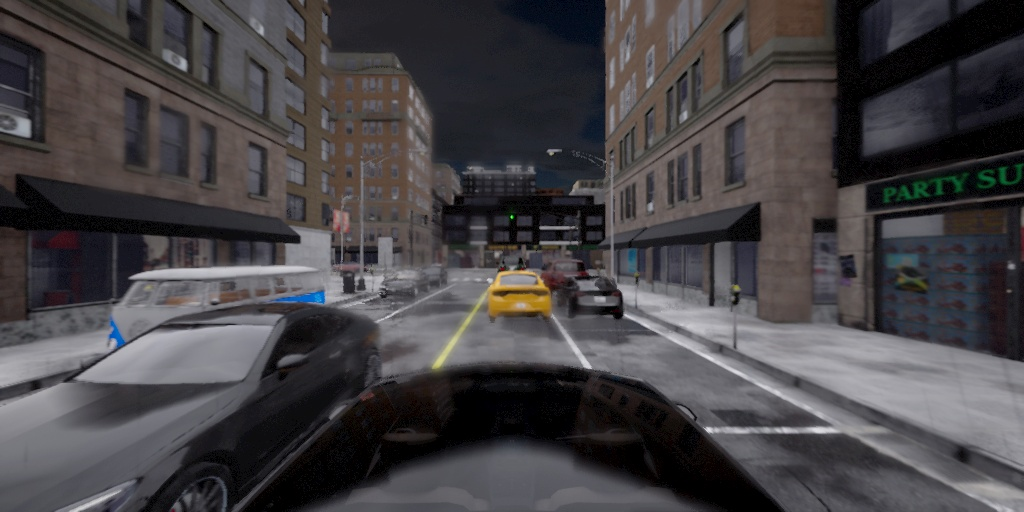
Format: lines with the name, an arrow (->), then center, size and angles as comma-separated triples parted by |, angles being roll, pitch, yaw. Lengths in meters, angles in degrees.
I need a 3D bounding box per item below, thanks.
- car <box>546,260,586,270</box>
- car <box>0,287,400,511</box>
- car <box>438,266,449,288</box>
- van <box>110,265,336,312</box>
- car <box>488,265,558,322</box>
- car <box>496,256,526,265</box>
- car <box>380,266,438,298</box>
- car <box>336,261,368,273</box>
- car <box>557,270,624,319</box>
car -> 2.637, 1.101, 18.464 | 2.192, 1.841, 5.009 | 0, 0, 0
car -> -2.849, 1.280, 3.751 | 1.812, 1.442, 4.674 | 0, 0, 0
car -> -5.388, 1.365, 24.126 | 1.948, 1.339, 4.313 | 0, 0, 0
van -> -5.388, 1.103, 7.140 | 1.690, 1.789, 3.998 | 0, 0, 0
car -> 0.179, 1.251, 12.538 | 1.882, 1.535, 5.008 | 0, 0, -2
car -> -0.077, 1.029, 28.392 | 2.150, 2.045, 5.566 | 0, 0, -3
car -> -5.388, 1.337, 18.463 | 2.007, 1.370, 4.403 | 0, 0, 0
car -> -19.601, 1.319, 43.066 | 4.181, 1.385, 1.994 | 0, 0, 0
car -> 2.637, 1.340, 12.802 | 1.948, 1.339, 4.313 | 0, 0, 0
